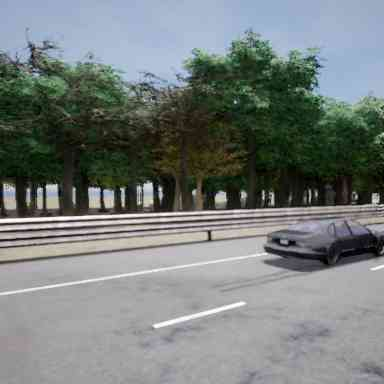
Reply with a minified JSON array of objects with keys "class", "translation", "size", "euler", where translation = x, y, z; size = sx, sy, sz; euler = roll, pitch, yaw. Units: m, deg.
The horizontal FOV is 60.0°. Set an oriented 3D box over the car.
[{"class":"car","translation":[4.883,1.585,11.625],"size":[5.357,1.411,2.033],"euler":[0,0,-35]}]
